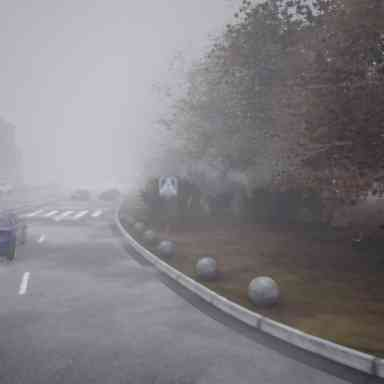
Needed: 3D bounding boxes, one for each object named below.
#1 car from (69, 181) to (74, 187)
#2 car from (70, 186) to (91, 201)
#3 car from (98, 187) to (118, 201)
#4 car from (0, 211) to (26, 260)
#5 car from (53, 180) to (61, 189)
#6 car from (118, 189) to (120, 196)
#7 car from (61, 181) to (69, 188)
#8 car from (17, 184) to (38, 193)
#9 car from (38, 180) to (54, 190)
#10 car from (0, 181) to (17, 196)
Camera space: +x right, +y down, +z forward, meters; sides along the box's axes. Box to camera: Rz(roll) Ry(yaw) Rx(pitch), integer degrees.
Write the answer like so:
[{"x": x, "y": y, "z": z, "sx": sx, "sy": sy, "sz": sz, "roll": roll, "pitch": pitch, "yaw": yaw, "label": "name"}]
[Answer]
[{"x": -33.729, "y": -2.004, "z": 88.745, "sx": 1.946, "sy": 1.575, "sz": 5.366, "roll": 1, "pitch": 2, "yaw": -9, "label": "car"}, {"x": -14.162, "y": 0.300, "z": 42.484, "sx": 1.994, "sy": 1.385, "sz": 4.181, "roll": 1, "pitch": 2, "yaw": -9, "label": "car"}, {"x": -10.953, "y": 0.322, "z": 42.983, "sx": 1.812, "sy": 1.442, "sz": 4.674, "roll": 1, "pitch": 2, "yaw": -9, "label": "car"}, {"x": -7.184, "y": 1.404, "z": 11.937, "sx": 1.882, "sy": 1.535, "sz": 5.008, "roll": 1, "pitch": 1, "yaw": -21, "label": "car"}, {"x": -31.060, "y": -1.605, "z": 72.675, "sx": 2.435, "sy": 2.045, "sz": 5.566, "roll": 1, "pitch": 2, "yaw": -9, "label": "car"}, {"x": -12.623, "y": -0.044, "z": 52.966, "sx": 1.994, "sy": 1.385, "sz": 4.181, "roll": 1, "pitch": 2, "yaw": -9, "label": "car"}, {"x": -32.661, "y": -1.728, "z": 81.962, "sx": 2.231, "sy": 1.521, "sz": 4.892, "roll": 1, "pitch": 2, "yaw": -9, "label": "car"}, {"x": -28.361, "y": -0.667, "z": 56.343, "sx": 2.163, "sy": 1.488, "sz": 4.792, "roll": 1, "pitch": 2, "yaw": -9, "label": "car"}, {"x": -30.169, "y": -1.135, "z": 67.272, "sx": 2.231, "sy": 1.521, "sz": 4.892, "roll": 1, "pitch": 2, "yaw": -9, "label": "car"}, {"x": -26.544, "y": -0.509, "z": 45.445, "sx": 2.435, "sy": 2.045, "sz": 5.566, "roll": 1, "pitch": 2, "yaw": -10, "label": "car"}]
